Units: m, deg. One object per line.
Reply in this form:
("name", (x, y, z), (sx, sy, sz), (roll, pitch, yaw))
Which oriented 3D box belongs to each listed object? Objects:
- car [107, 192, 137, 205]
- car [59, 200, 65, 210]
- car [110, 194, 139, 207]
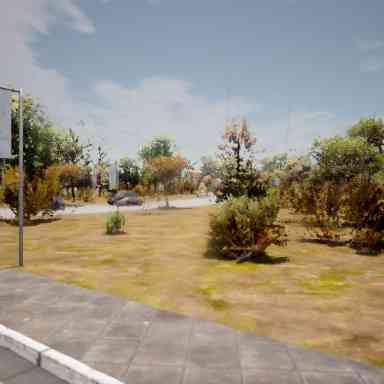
("car", (-11.076, 1.109, 53.844), (2.150, 2.045, 5.566), (0, 1, 39))
("car", (-17.729, 1.348, 39.959), (2.097, 1.767, 4.553), (0, 0, 39))
("car", (-9.515, 1.434, 50.200), (1.812, 1.442, 4.674), (0, 1, 39))
